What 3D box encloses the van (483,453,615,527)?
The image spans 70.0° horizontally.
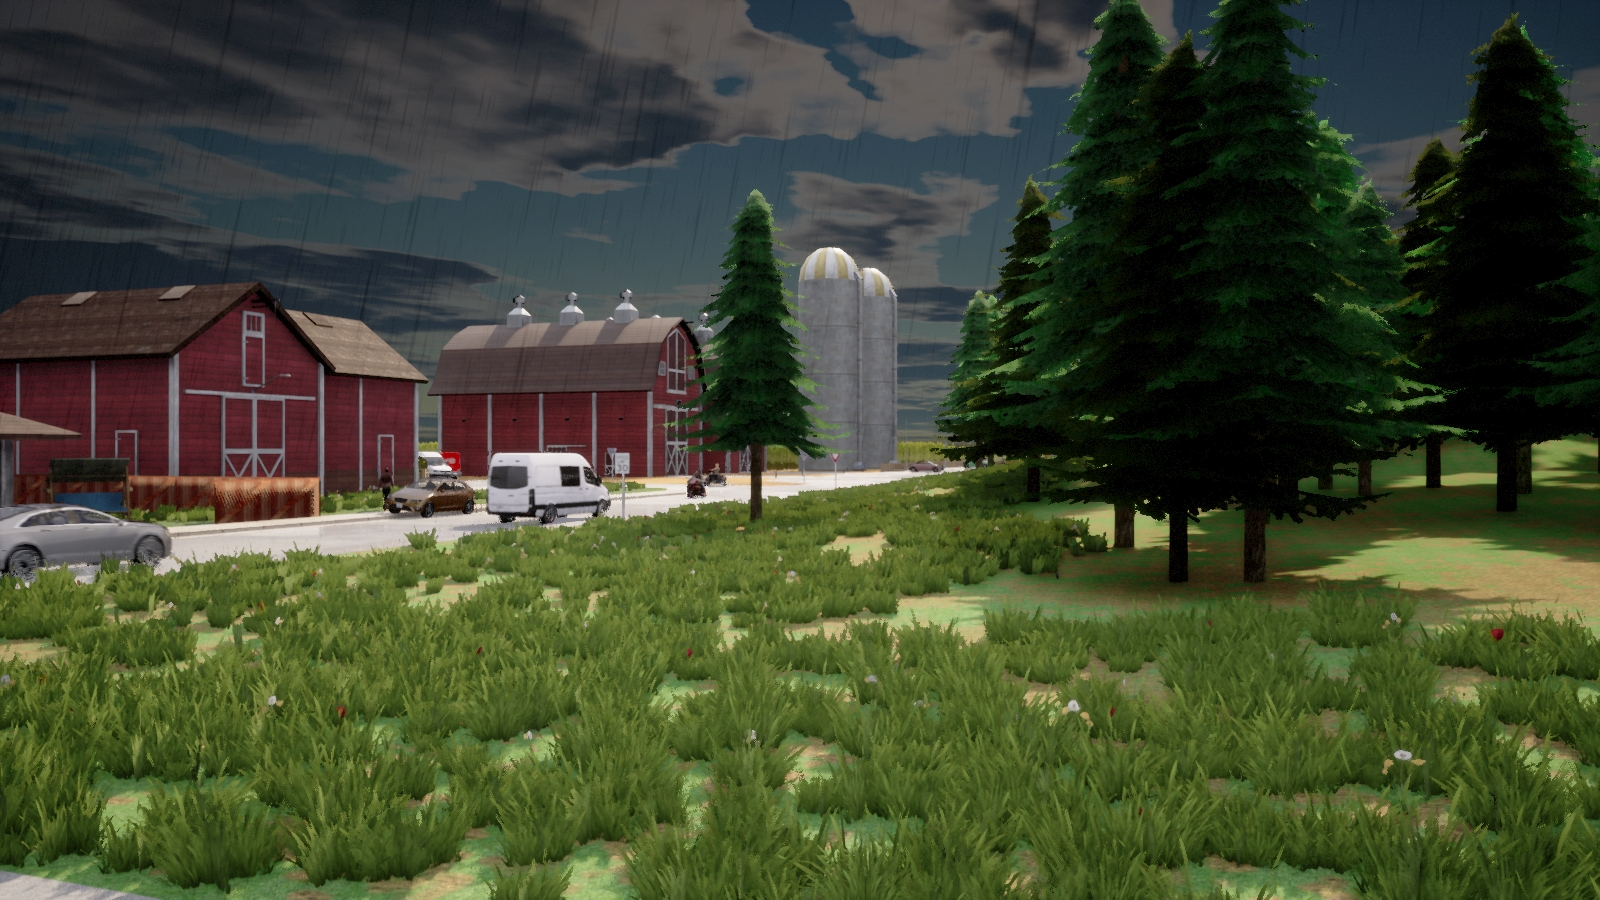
[{"bbox_3d":[-9.266,1.396,42.894,1.988,2.561,5.915,0,0,20],"label":"van"}]

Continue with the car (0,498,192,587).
[{"bbox_3d":[-15.927,1.909,24.526,2.128,1.511,4.902,0,0,20],"label":"car"}]

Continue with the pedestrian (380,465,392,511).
[{"bbox_3d":[-16.930,1.557,46.742,0.375,1.860,0.375,0,0,-7],"label":"pedestrian"}]

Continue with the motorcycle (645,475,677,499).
[{"bbox_3d":[-7.759,2.067,63.680,0.867,1.251,2.209,0,0,20],"label":"motorcycle"}]
